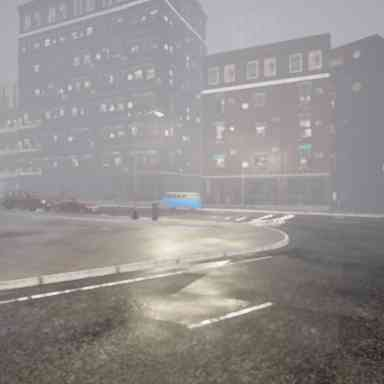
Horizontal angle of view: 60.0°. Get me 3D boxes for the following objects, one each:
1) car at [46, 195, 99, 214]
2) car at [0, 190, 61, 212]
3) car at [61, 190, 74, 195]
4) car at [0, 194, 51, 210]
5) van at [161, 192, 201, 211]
[{"bbox_3d":[-9.738,1.135,27.882,4.206,1.307,1.802,1,0,24],"label":"car"},{"bbox_3d":[-14.865,0.779,30.202,5.009,1.841,2.192,1,0,24],"label":"car"},{"bbox_3d":[-16.455,0.639,40.115,5.009,1.841,2.192,1,0,24],"label":"car"},{"bbox_3d":[-17.229,0.935,34.096,5.357,1.411,2.033,1,1,24],"label":"car"},{"bbox_3d":[-1.058,0.932,33.161,3.998,1.788,1.690,1,0,24],"label":"van"}]
